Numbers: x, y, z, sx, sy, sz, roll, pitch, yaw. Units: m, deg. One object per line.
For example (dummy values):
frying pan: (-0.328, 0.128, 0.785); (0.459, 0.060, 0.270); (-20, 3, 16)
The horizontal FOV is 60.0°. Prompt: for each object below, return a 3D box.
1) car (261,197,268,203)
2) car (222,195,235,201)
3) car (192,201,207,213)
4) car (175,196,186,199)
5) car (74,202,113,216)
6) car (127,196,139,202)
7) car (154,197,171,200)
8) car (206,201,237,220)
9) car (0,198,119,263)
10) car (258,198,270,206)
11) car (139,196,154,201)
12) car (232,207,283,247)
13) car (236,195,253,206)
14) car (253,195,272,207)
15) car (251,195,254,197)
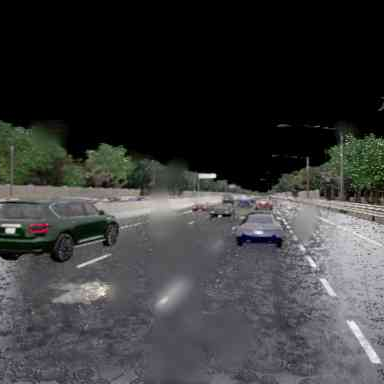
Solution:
car: (18.055, 2.025, 82.976); (1.812, 1.442, 4.674); (0, 0, 12)
car: (7.375, 1.559, 66.981); (2.150, 2.045, 5.566); (0, 0, 12)
car: (1.347, 1.758, 39.596); (1.895, 1.301, 4.718); (0, 0, 12)
car: (-2.435, 1.547, 71.267); (2.097, 1.767, 4.553); (0, 0, 12)
car: (-10.360, 1.725, 35.296); (1.895, 1.301, 4.718); (0, 0, 13)
car: (-12.698, 1.655, 73.491); (1.812, 1.442, 4.674); (0, 0, 12)
car: (-5.861, 1.711, 71.988); (2.033, 1.411, 5.357); (0, 0, 12)
car: (2.815, 1.728, 30.039); (1.895, 1.301, 4.718); (0, 0, 13)
car: (-4.720, 1.233, 12.325); (2.150, 2.045, 5.566); (0, 0, 13)
car: (13.538, 1.903, 62.432); (2.033, 1.411, 5.357); (0, 0, 12)
car: (-9.279, 1.676, 72.739); (1.812, 1.442, 4.674); (0, 0, 12)
car: (3.177, 1.639, 15.590); (1.994, 1.385, 4.181); (0, 0, 13)
car: (9.702, 1.801, 61.268); (1.882, 1.535, 5.008); (0, 0, 12)
car: (10.098, 1.602, 46.769); (2.097, 1.767, 4.553); (0, 0, 12)
car: (13.786, 1.931, 79.856); (1.882, 1.535, 5.008); (0, 0, 12)
